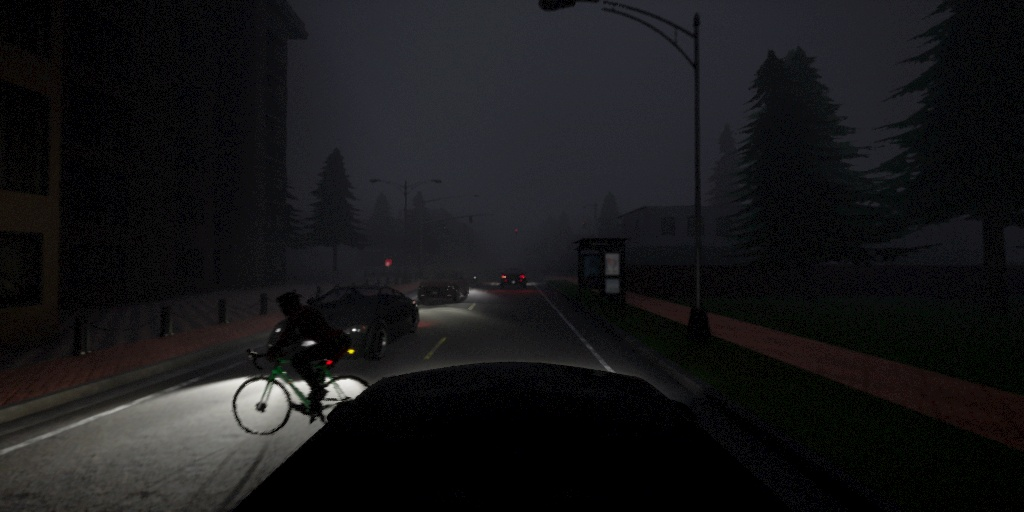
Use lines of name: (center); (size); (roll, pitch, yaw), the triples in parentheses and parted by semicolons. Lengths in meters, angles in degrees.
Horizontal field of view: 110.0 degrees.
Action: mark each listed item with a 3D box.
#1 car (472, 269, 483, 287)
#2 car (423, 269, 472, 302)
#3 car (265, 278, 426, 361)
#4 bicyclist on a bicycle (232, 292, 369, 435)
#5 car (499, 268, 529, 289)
car: (-3.402, 1.690, 28.239); (1.895, 1.301, 4.718); (0, -1, 0)
car: (-3.471, 1.445, 18.777); (1.882, 1.535, 5.008); (0, -1, 1)
car: (-3.574, 1.397, 8.367); (1.994, 1.385, 4.181); (0, -1, 0)
bicyclist on a bicycle: (-2.361, 1.233, 4.068); (1.656, 1.620, 0.582); (-1, -1, 0)
car: (0.120, 1.592, 26.421); (1.812, 1.442, 4.674); (0, -1, 1)
